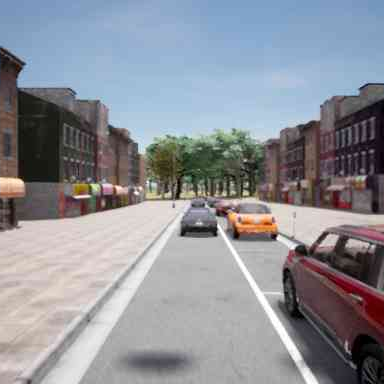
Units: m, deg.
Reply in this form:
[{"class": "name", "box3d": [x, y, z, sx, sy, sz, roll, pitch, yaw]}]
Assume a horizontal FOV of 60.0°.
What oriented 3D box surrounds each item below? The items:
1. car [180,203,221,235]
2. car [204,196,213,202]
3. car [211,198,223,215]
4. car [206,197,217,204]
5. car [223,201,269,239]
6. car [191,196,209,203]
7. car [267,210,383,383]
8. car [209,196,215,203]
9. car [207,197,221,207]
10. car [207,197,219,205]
[{"class": "car", "box3d": [0.392, 1.556, 18.825, 1.994, 1.385, 4.181, 0, 0, 1]}, {"class": "car", "box3d": [3.935, 1.621, 80.121, 1.887, 1.381, 4.507, -1, 0, 1]}, {"class": "car", "box3d": [3.130, 1.547, 31.469, 1.887, 1.381, 4.507, -1, 0, 1]}, {"class": "car", "box3d": [3.667, 1.591, 63.903, 2.008, 1.369, 4.403, -1, 0, 1]}, {"class": "car", "box3d": [3.023, 1.353, 17.513, 2.097, 1.767, 4.553, 0, 0, 1]}, {"class": "car", "box3d": [0.787, 1.491, 42.805, 2.128, 1.511, 4.902, 0, 0, 1]}, {"class": "car", "box3d": [2.681, 1.321, 4.440, 2.192, 1.841, 5.009, -1, 0, 1]}, {"class": "car", "box3d": [3.399, 1.580, 47.686, 1.947, 1.339, 4.313, -1, 0, 1]}, {"class": "car", "box3d": [3.488, 1.572, 53.092, 2.008, 1.369, 4.403, -1, 0, 1]}, {"class": "car", "box3d": [3.577, 1.575, 58.498, 1.887, 1.381, 4.507, -1, 0, 1]}]
